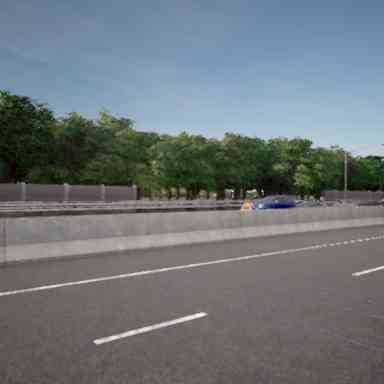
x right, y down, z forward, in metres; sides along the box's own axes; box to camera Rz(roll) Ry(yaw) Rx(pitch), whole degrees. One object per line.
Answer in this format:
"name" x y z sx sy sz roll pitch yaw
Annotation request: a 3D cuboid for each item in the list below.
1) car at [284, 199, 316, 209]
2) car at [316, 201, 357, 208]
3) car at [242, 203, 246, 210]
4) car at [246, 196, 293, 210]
"car" 11.997 1.715 34.045 4.892 1.490 1.837 0 0 -36
"car" 14.019 1.736 31.188 4.674 1.442 1.812 1 0 -35
"car" 8.093 1.565 39.857 4.553 1.767 2.097 1 0 -35
"car" 8.893 1.420 36.133 5.566 2.045 2.150 1 0 -35
